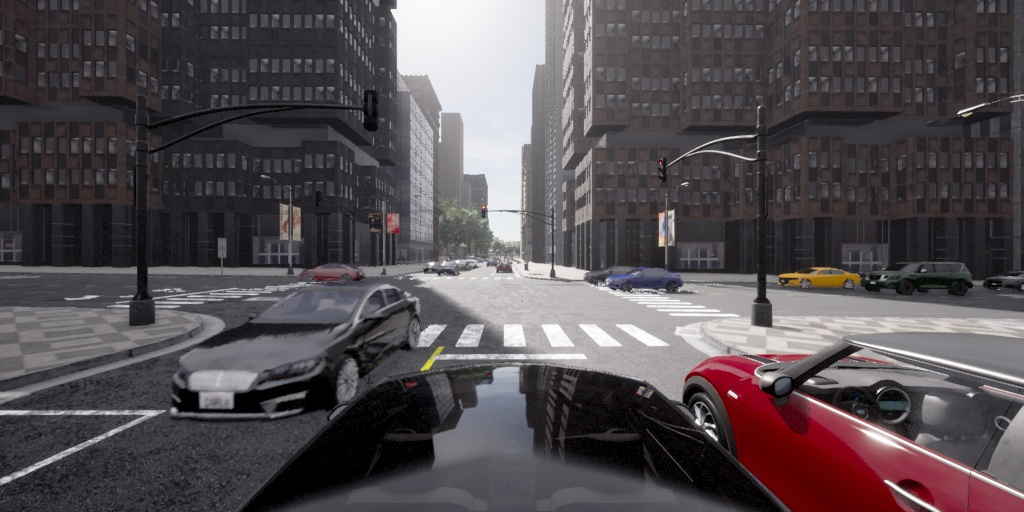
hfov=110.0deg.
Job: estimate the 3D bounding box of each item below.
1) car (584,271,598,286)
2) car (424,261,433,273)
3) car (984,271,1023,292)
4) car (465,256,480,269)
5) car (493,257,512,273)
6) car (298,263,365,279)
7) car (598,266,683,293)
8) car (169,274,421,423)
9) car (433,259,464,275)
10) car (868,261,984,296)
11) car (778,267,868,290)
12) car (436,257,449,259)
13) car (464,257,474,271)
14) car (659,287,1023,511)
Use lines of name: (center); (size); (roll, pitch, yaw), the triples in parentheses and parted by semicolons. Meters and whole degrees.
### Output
car: (7.549, 1.406, 25.843); (4.674, 1.442, 1.812); (1, 0, 4)
car: (-9.445, 1.323, 43.443); (1.948, 1.339, 4.313); (0, 0, -1)
car: (37.270, 1.818, 25.917); (4.892, 1.490, 1.837); (1, 0, 0)
car: (-6.983, 1.014, 59.250); (2.150, 2.045, 5.566); (0, 0, 0)
car: (-0.920, 1.197, 43.559); (1.967, 1.591, 4.097); (0, 0, -1)
car: (-12.619, 1.158, 25.271); (4.181, 1.385, 1.994); (1, 0, -1)
car: (7.971, 1.416, 21.718); (4.674, 1.442, 1.812); (1, 0, -10)
car: (-2.999, 1.241, 6.187); (2.128, 1.511, 4.902); (0, 0, 2)
car: (-6.698, 1.294, 38.352); (2.033, 1.411, 5.357); (0, 0, -1)
car: (25.360, 1.363, 22.535); (5.566, 2.045, 2.150); (1, 0, -2)
car: (21.918, 1.565, 25.729); (5.008, 1.535, 1.882); (1, 0, -1)
car: (-9.520, 1.084, 48.868); (2.192, 1.841, 5.009); (0, 0, -1)
car: (-6.849, 1.260, 48.618); (2.128, 1.511, 4.902); (0, 0, -1)
car: (2.761, 1.190, 2.195); (1.967, 1.591, 4.097); (0, 0, 0)
